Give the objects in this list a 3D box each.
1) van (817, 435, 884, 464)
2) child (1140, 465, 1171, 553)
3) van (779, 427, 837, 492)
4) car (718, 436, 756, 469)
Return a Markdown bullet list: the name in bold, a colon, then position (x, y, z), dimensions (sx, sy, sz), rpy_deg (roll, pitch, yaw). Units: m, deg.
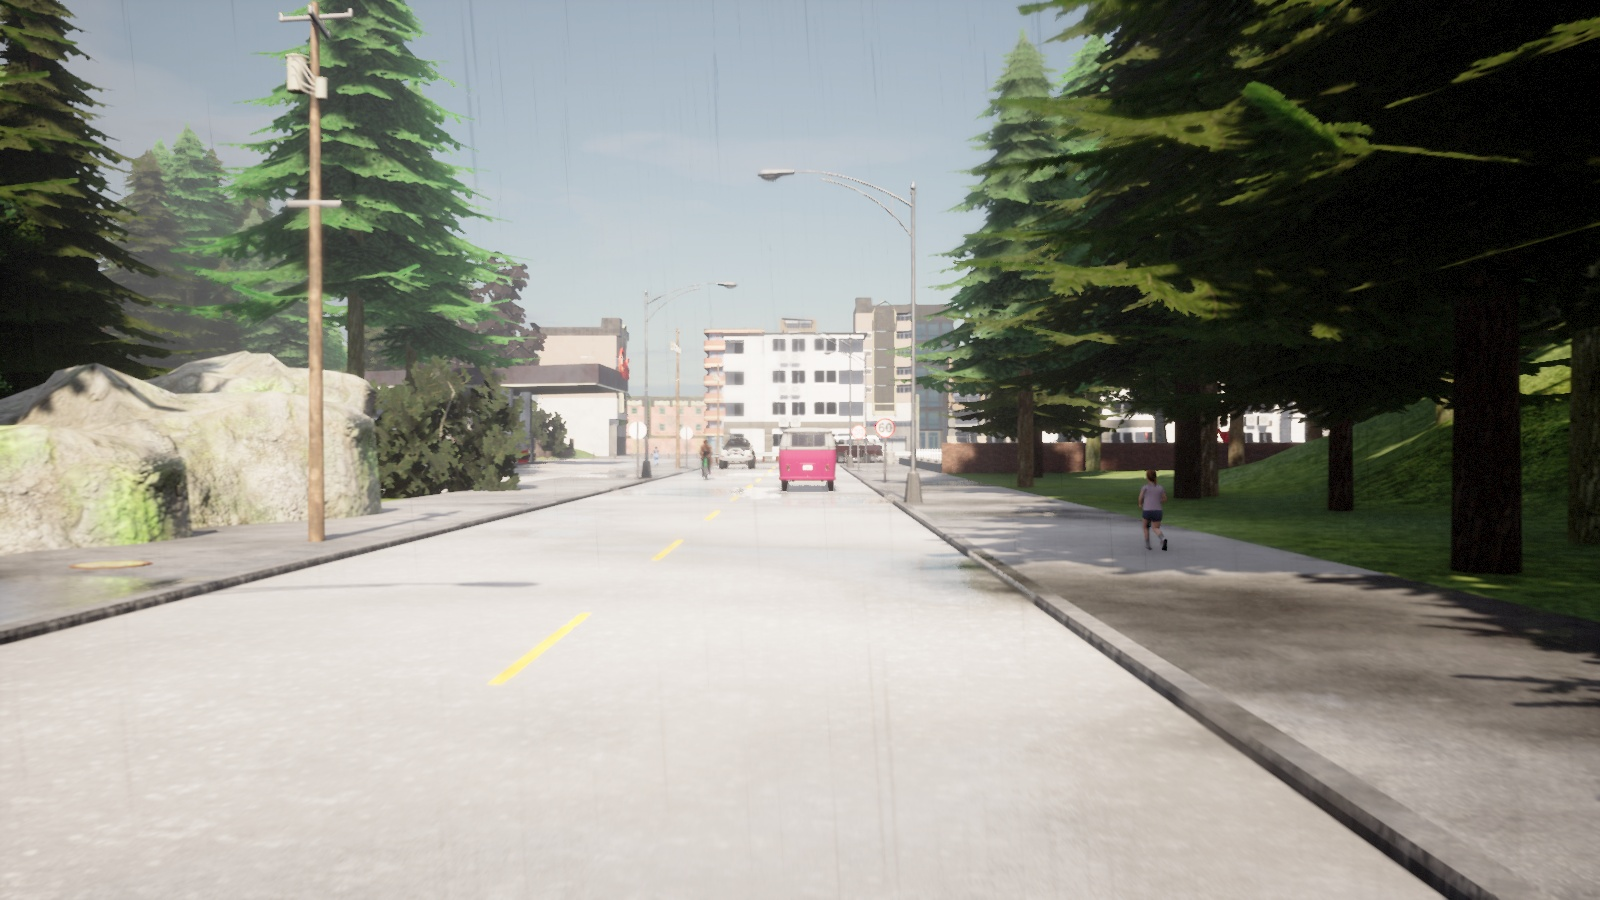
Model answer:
- **van**: position (3.687, -0.045, 92.118), dimensions (4.480, 2.038, 2.069), rpy_deg (0, 0, -19)
- **child**: position (4.568, 0.749, 16.155), dimensions (0.255, 1.110, 0.394), rpy_deg (0, 0, -4)
- **van**: position (0.244, 0.269, 40.661), dimensions (1.775, 1.987, 4.442), rpy_deg (0, 0, 0)
- **car**: position (-3.622, 0.150, 72.750), dimensions (1.932, 1.855, 4.605), rpy_deg (0, 0, 0)
